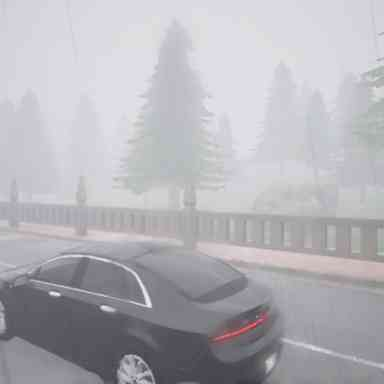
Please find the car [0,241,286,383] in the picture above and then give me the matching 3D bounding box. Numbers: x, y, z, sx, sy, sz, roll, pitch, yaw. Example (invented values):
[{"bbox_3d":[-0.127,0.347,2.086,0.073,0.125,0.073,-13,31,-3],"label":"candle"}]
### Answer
[{"bbox_3d":[-1.158,1.484,4.819,4.892,1.490,1.837,0,0,36],"label":"car"}]
